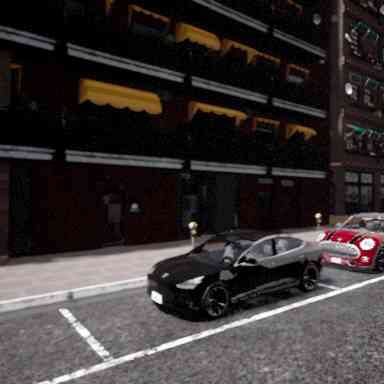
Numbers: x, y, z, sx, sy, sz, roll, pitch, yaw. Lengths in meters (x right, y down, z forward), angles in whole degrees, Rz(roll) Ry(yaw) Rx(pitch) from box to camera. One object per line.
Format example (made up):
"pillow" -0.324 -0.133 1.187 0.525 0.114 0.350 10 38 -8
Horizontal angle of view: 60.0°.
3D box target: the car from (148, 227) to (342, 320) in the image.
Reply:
"car" 1.133 1.554 7.357 4.313 1.339 1.947 0 1 -35

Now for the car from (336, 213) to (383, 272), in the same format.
"car" 5.742 1.416 10.644 4.097 1.590 1.967 0 1 -35
